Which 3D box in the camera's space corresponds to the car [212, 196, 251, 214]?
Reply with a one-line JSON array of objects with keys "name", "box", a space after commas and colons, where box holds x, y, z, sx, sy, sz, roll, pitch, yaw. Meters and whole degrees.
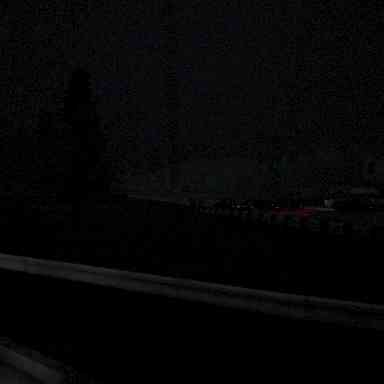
[{"name": "car", "box": [3.779, 1.490, 35.187, 2.033, 1.411, 5.357, 0, 0, -19]}]

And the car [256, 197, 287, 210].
[{"name": "car", "box": [9.239, 1.523, 40.908, 1.895, 1.301, 4.718, 0, 0, -19]}]

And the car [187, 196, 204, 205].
[{"name": "car", "box": [0.528, 1.448, 55.825, 1.812, 1.442, 4.674, 0, -1, -19]}]

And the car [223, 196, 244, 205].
[{"name": "car", "box": [7.166, 1.430, 58.048, 1.812, 1.442, 4.674, 0, -1, -19]}]

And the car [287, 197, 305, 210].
[{"name": "car", "box": [12.404, 1.417, 42.476, 1.837, 1.490, 4.892, 0, 0, -19]}]

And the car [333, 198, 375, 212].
[{"name": "car", "box": [17.924, 1.398, 37.052, 2.128, 1.511, 4.902, 0, 0, -19]}]

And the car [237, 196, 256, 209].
[{"name": "car", "box": [5.548, 1.456, 40.902, 1.812, 1.442, 4.674, 0, 0, -19]}]
